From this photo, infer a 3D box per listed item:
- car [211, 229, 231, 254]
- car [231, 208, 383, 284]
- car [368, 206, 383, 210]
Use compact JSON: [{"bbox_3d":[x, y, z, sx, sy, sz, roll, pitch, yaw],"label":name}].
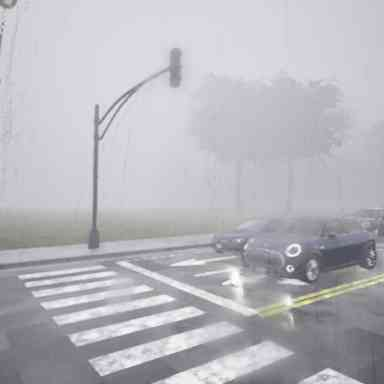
[{"bbox_3d":[2.932,1.774,13.729,4.674,1.442,1.812,1,-1,-34],"label":"car"},{"bbox_3d":[3.697,1.535,10.301,4.553,1.767,2.097,1,-1,-35],"label":"car"},{"bbox_3d":[9.996,1.690,18.752,4.553,1.767,2.097,1,-1,-35],"label":"car"}]
